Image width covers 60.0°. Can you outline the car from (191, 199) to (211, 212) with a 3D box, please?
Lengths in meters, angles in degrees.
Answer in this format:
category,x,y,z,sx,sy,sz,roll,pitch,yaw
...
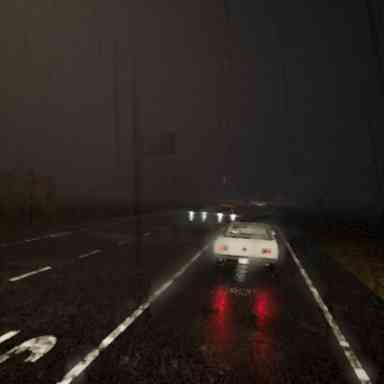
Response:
category,x,y,z,sx,sy,sz,roll,pitch,yaw
car,1.231,1.678,43.147,1.882,1.535,5.008,3,0,12

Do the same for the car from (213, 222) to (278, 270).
category,x,y,z,sx,sy,sz,roll,pitch,yaw
car,1.969,1.736,11.789,1.895,1.301,4.718,3,0,12

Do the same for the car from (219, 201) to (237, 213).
category,x,y,z,sx,sy,sz,roll,pitch,yaw
car,4.656,1.843,42.446,1.882,1.535,5.008,3,0,12

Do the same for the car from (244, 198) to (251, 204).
category,x,y,z,sx,sy,sz,roll,pitch,yaw
car,15.398,2.575,93.138,1.895,1.301,4.718,3,0,9
